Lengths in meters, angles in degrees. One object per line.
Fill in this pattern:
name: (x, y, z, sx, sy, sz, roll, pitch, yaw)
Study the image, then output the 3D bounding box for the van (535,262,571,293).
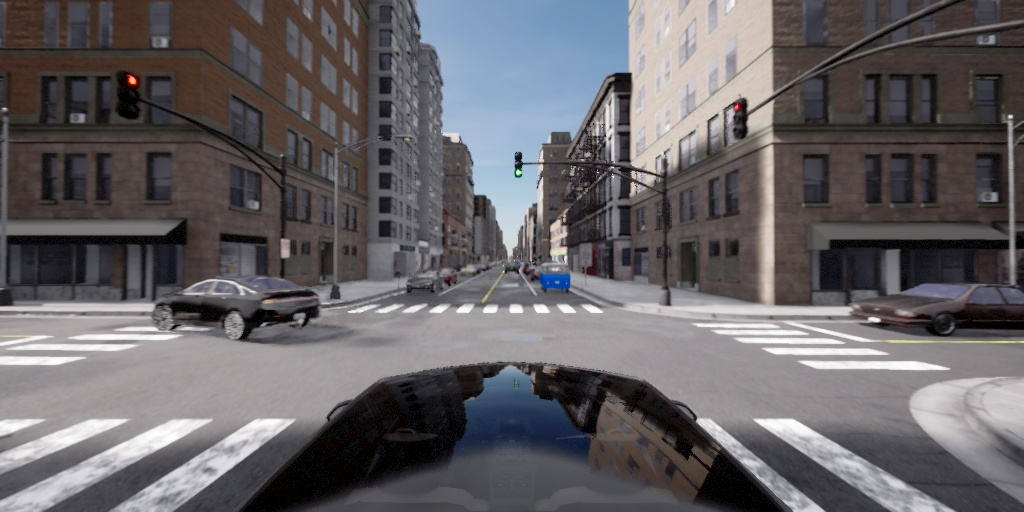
van: (2.633, 1.332, 22.673, 1.690, 1.789, 3.998, 0, 0, 0)

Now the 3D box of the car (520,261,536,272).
car: (2.627, 1.626, 51.078, 2.192, 1.841, 5.009, 0, 0, 0)

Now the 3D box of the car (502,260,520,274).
car: (-0.010, 1.677, 52.363, 2.097, 1.767, 4.553, 0, -1, 0)

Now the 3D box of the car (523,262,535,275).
car: (2.628, 1.832, 45.397, 1.802, 1.307, 4.207, 0, 0, 0)

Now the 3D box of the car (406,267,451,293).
car: (-5.392, 1.542, 22.662, 2.007, 1.370, 4.403, 0, 0, 0)

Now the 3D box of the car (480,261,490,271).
car: (-5.400, 2.000, 62.433, 1.948, 1.339, 4.313, 0, 0, 0)

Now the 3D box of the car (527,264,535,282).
car: (2.631, 1.704, 34.034, 1.802, 1.307, 4.207, 0, 0, 0)

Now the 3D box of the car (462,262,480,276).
car: (-5.397, 1.775, 45.219, 1.751, 1.417, 4.829, 0, 0, 0)

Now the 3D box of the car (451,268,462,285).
car: (-5.393, 1.602, 28.343, 1.888, 1.381, 4.507, 0, 0, 0)

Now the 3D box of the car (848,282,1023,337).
car: (13.265, 1.489, 10.524, 5.357, 1.411, 2.033, 0, -1, 0)

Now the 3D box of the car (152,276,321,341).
car: (-7.612, 1.298, 9.893, 4.902, 1.511, 2.128, 0, -1, 21)

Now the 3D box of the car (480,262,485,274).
car: (-5.398, 1.877, 51.070, 1.948, 1.339, 4.313, 0, 0, 0)
